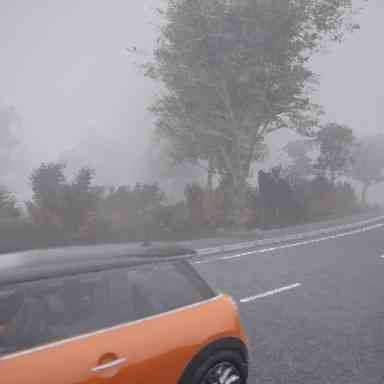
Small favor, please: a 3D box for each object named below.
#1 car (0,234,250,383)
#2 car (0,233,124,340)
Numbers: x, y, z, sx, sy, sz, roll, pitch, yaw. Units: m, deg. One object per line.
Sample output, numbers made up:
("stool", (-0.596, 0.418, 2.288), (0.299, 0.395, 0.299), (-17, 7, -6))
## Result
("car", (-1.645, 1.364, 2.977), (4.553, 1.767, 2.097), (0, 0, -36))
("car", (-3.765, 1.624, 5.691), (4.718, 1.301, 1.895), (0, 0, -36))
